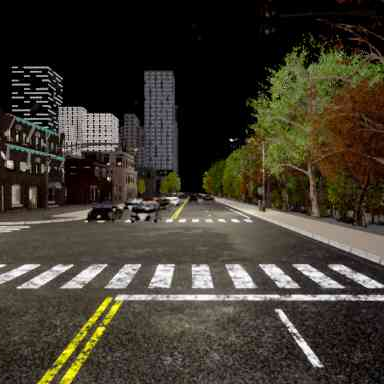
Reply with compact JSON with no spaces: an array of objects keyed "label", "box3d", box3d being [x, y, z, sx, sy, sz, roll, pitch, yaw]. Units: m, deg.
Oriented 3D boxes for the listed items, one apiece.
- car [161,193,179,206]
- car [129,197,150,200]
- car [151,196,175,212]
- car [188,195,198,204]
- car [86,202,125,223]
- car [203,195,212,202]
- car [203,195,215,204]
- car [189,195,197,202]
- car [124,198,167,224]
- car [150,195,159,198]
[{"label":"car","box3d":[-3.233,1.205,53.286,2.150,2.045,5.566,0,0,0]},{"label":"car","box3d":[-6.527,1.478,37.897,2.128,1.511,4.902,0,0,0]},{"label":"car","box3d":[-3.276,1.493,37.963,1.837,1.490,4.892,0,0,0]},{"label":"car","box3d":[0.220,1.480,65.271,1.837,1.490,4.892,0,0,0]},{"label":"car","box3d":[-6.554,1.558,25.394,1.994,1.385,4.181,0,0,0]},{"label":"car","box3d":[3.385,1.448,74.274,1.882,1.535,5.008,0,0,0]},{"label":"car","box3d":[3.468,1.467,64.005,2.128,1.511,4.902,0,0,0]},{"label":"car","box3d":[0.150,1.493,75.609,1.812,1.442,4.674,0,0,0]},{"label":"car","box3d":[-3.303,1.485,24.736,2.128,1.511,4.902,0,0,0]},{"label":"car","box3d":[-6.493,1.508,49.733,1.812,1.442,4.674,0,0,0]}]
